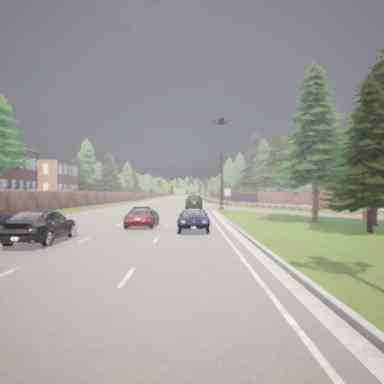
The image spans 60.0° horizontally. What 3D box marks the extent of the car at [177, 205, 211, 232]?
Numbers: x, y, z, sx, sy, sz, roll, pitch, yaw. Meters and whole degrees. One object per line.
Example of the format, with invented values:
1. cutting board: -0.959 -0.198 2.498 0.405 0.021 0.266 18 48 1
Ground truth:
1. car: 0.103 1.696 20.624 1.895 1.301 4.718 0 0 0

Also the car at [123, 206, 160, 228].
1. car: -3.390 1.670 22.836 1.994 1.385 4.181 0 0 0

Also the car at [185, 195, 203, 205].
1. car: 0.273 1.422 43.225 2.150 2.045 5.566 0 0 0

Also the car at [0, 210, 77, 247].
1. car: -6.902 1.578 15.369 1.837 1.490 4.892 0 0 0
